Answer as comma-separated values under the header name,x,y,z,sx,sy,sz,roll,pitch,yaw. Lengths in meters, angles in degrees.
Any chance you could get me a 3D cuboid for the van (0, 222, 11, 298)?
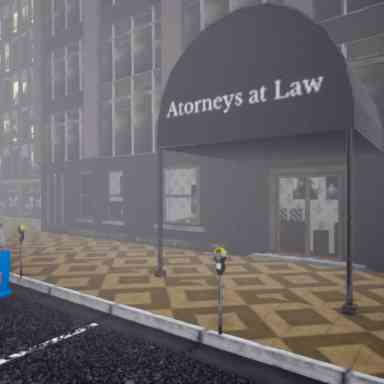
name,x,y,z,sx,sy,sz,roll,pitch,yaw
van,-5.303,1.344,6.683,3.998,1.788,1.690,0,0,36
